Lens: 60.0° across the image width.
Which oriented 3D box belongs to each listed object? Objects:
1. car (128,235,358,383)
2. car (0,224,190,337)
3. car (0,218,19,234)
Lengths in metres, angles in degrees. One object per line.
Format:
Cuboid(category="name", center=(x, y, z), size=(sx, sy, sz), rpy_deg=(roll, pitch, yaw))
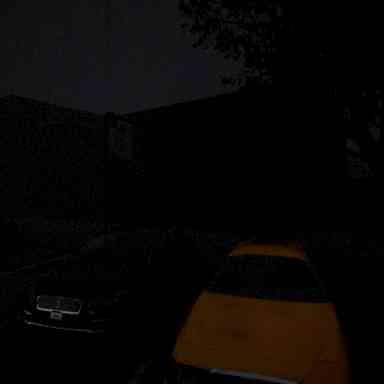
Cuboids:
Cuboid(category="car", center=(1.153, 1.480, 5.049), size=(1.946, 1.575, 5.366), rpy_deg=(1, -1, 16))
Cuboid(category="car", center=(-1.236, 1.487, 6.978), size=(2.231, 1.521, 4.892), rpy_deg=(1, -1, 16))
Cuboid(category="car", center=(-8.558, 1.528, 12.212), size=(2.002, 1.452, 4.674), rpy_deg=(1, -1, 16))
